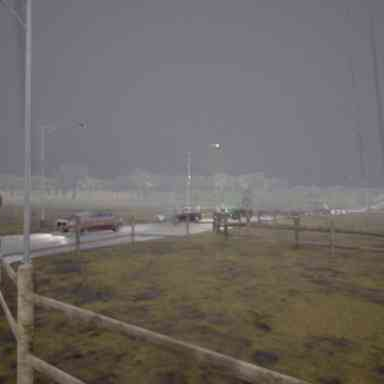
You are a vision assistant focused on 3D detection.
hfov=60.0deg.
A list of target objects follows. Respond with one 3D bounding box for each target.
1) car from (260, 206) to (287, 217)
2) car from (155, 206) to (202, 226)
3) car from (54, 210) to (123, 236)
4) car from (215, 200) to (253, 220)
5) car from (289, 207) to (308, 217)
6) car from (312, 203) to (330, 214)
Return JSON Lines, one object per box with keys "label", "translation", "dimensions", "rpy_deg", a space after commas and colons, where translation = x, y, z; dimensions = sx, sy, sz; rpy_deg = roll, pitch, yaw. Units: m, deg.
{"label": "car", "translation": [10.558, 2.567, 44.567], "dimensions": [1.895, 1.301, 4.718], "rpy_deg": [1, -1, 36]}
{"label": "car", "translation": [-1.059, 1.959, 28.110], "dimensions": [2.128, 1.511, 4.902], "rpy_deg": [1, -1, 35]}
{"label": "car", "translation": [-6.318, 1.833, 20.640], "dimensions": [1.994, 1.385, 4.181], "rpy_deg": [1, -1, 36]}
{"label": "car", "translation": [4.660, 1.925, 36.233], "dimensions": [2.150, 2.045, 5.566], "rpy_deg": [1, -1, 35]}
{"label": "car", "translation": [13.894, 2.655, 44.264], "dimensions": [1.895, 1.301, 4.718], "rpy_deg": [1, -1, 35]}
{"label": "car", "translation": [21.535, 2.780, 55.144], "dimensions": [2.097, 1.767, 4.553], "rpy_deg": [1, -1, 37]}
